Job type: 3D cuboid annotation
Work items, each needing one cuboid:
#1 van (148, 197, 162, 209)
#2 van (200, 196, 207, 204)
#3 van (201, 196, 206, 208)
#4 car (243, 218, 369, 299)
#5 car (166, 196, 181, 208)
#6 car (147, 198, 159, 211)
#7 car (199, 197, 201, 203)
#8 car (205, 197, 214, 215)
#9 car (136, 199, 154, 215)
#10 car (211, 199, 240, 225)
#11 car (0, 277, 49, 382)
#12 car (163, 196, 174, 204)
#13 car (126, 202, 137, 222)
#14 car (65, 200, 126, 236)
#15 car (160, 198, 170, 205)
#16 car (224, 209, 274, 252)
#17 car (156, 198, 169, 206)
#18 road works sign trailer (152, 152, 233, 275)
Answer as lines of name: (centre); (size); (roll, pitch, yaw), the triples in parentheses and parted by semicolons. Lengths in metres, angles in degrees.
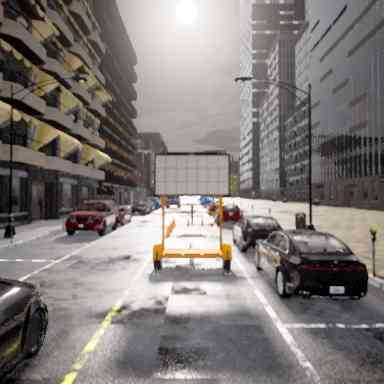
van: (-5.653, 1.626, 47.367); (1.690, 1.788, 3.998); (1, 0, 0)
van: (2.743, 1.832, 80.779); (1.690, 1.788, 3.998); (1, 0, 0)
van: (2.730, 1.660, 52.931); (1.690, 1.788, 3.998); (1, 0, 0)
car: (2.706, 1.601, 8.374); (2.008, 1.369, 4.403); (1, 0, 0)
car: (-2.981, 1.552, 54.217); (2.150, 2.045, 5.566); (0, -1, 0)
car: (-5.659, 1.801, 41.795); (2.008, 1.369, 4.403); (1, 0, 0)
car: (2.732, 1.969, 64.068); (1.802, 1.307, 4.206); (1, 0, 0)
car: (2.720, 1.657, 36.222); (1.967, 1.590, 4.097); (1, 0, 0)
car: (-5.662, 1.783, 36.226); (1.947, 1.339, 4.313); (1, 0, 0)
car: (2.715, 1.590, 25.082); (1.967, 1.590, 4.097); (1, 0, 0)
car: (-3.098, 1.584, 3.225); (1.994, 1.385, 4.181); (0, 0, 0)
car: (-5.637, 1.805, 80.784); (2.192, 1.841, 5.009); (1, 0, 0)
car: (-5.667, 1.694, 25.086); (1.887, 1.381, 4.507); (1, 0, 0)
car: (-5.666, 1.432, 19.518); (2.192, 1.841, 5.009); (1, 0, 0)
car: (-5.645, 1.945, 69.474); (1.752, 1.417, 4.829); (1, 0, 0)
car: (2.708, 1.634, 13.942); (2.008, 1.369, 4.403); (1, 0, 0)
car: (-5.648, 1.938, 64.073); (2.008, 1.369, 4.403); (1, 0, 0)
road works sign trailer: (0.004, 0.528, 10.645); (2.380, 3.560, 2.880); (0, 0, 0)
